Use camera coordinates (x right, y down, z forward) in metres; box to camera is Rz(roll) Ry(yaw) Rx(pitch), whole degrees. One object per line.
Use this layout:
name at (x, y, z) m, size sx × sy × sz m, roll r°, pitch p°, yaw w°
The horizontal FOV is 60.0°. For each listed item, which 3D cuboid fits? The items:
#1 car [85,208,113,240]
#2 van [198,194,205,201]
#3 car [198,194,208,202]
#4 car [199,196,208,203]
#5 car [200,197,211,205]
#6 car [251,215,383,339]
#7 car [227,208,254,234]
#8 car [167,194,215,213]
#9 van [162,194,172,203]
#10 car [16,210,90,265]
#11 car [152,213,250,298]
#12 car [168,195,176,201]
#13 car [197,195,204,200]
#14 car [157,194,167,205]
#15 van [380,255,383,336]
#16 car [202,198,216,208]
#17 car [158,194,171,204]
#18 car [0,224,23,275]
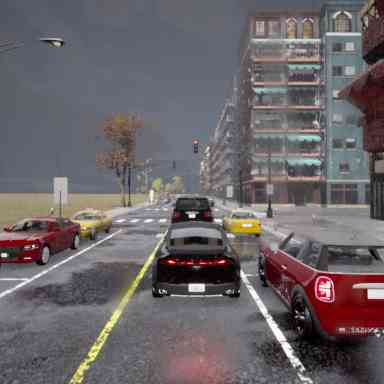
car at (-5.325, 1.530, 17.039) m, size 1.752 × 1.417 × 4.829 m, roll 1°, pitch 0°, yaw 0°
van at (2.476, 1.368, 89.786) m, size 1.690 × 1.788 × 3.998 m, roll 1°, pitch 0°, yaw 0°
car at (2.489, 1.338, 78.464) m, size 2.192 × 1.841 × 5.009 m, roll 1°, pitch 0°, yaw 0°
car at (2.493, 1.587, 72.803) m, size 1.947 × 1.339 × 4.313 m, roll 1°, pitch 0°, yaw 0°
car at (2.505, 1.599, 61.481) m, size 1.802 × 1.307 × 4.206 m, roll 1°, pitch 0°, yaw 0°
car at (2.568, 1.442, 6.555) m, size 1.967 × 1.590 × 4.097 m, roll 1°, pitch 0°, yaw 0°
car at (2.554, 1.530, 17.815) m, size 1.752 × 1.417 × 4.829 m, roll 1°, pitch 0°, yaw 0°
car at (0.060, 1.226, 18.367) m, size 2.150 × 2.045 × 5.566 m, roll 0°, pitch 0°, yaw 1°
van at (-5.384, 1.362, 72.304) m, size 1.690 × 1.788 × 3.998 m, roll 1°, pitch 0°, yaw 0°
car at (-5.319, 1.548, 11.673) m, size 1.887 × 1.381 × 4.507 m, roll 1°, pitch 0°, yaw 0°
car at (0.090, 1.507, 8.513) m, size 1.837 × 1.490 × 4.892 m, roll 0°, pitch 0°, yaw 0°
car at (-5.406, 1.609, 89.266) m, size 1.802 × 1.307 × 4.206 m, roll 1°, pitch 0°, yaw 0°
car at (2.468, 1.555, 95.617) m, size 1.752 × 1.417 × 4.829 m, roll 1°, pitch 0°, yaw 0°
car at (-5.373, 1.457, 60.995) m, size 1.967 × 1.590 × 4.097 m, roll 1°, pitch 0°, yaw 0°
van at (2.575, 1.341, 1.010) m, size 1.690 × 1.788 × 3.998 m, roll 1°, pitch 0°, yaw 0°
car at (2.518, 1.565, 50.159) m, size 2.008 × 1.369 × 4.403 m, roll 1°, pitch 0°, yaw 0°
car at (-5.378, 1.334, 66.650) m, size 2.192 × 1.841 × 5.009 m, roll 1°, pitch 0°, yaw 0°
car at (-5.313, 1.552, 6.136) m, size 2.008 × 1.369 × 4.403 m, roll 1°, pitch 0°, yaw 0°
